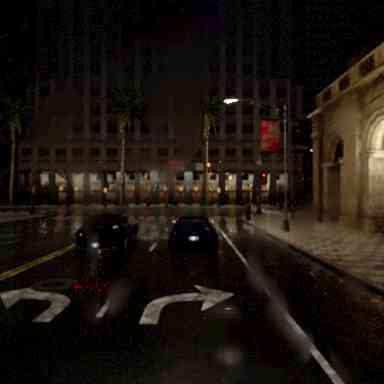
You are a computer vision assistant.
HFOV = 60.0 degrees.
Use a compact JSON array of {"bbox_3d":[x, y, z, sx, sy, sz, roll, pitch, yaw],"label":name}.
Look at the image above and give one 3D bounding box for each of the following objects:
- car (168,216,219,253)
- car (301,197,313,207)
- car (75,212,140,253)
[{"bbox_3d":[0.060,1.700,14.283,1.994,1.385,4.181,0,0,0],"label":"car"},{"bbox_3d":[16.915,1.476,42.882,5.566,2.045,2.150,0,-1,0],"label":"car"},{"bbox_3d":[-3.440,1.643,14.270,1.837,1.490,4.892,0,0,0],"label":"car"}]
